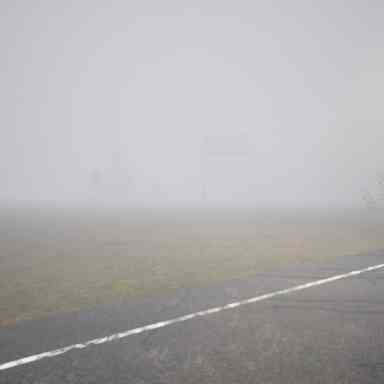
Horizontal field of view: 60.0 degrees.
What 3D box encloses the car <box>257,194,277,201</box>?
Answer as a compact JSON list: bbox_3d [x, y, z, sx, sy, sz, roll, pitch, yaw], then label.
[{"bbox_3d":[15.960,1.217,70.822,2.128,1.511,4.902,0,0,-34],"label":"car"}]
